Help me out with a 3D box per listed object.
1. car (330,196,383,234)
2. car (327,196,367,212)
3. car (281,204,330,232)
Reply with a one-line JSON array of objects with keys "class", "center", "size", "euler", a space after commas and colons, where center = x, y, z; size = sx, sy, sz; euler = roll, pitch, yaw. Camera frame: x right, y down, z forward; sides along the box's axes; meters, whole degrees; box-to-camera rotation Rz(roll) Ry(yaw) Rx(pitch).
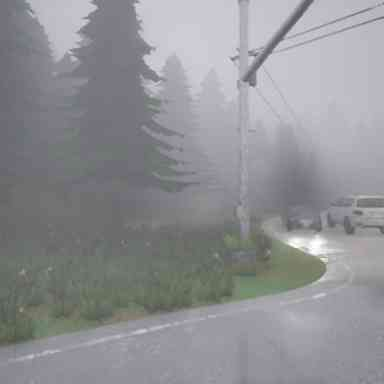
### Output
[{"class": "car", "center": [9.546, 1.228, 19.275], "size": [2.150, 2.045, 5.566], "euler": [0, 0, 7]}, {"class": "car", "center": [17.937, 1.339, 38.390], "size": [4.553, 1.767, 2.097], "euler": [0, 0, -33]}, {"class": "car", "center": [6.503, 1.500, 20.140], "size": [2.128, 1.511, 4.902], "euler": [0, 0, 10]}]
